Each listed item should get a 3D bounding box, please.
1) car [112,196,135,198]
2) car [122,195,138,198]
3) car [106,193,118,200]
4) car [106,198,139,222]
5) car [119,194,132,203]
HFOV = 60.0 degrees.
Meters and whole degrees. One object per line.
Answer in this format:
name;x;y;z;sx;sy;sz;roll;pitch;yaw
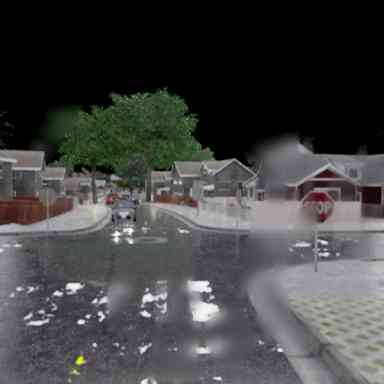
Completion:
car;-8.506;1.540;40.820;1.994;1.385;4.181;0;0;-15
car;-10.258;1.299;56.381;2.097;1.767;4.553;0;0;-17
car;-14.144;1.223;59.516;2.150;2.045;5.566;0;0;-17
car;-5.323;1.477;26.225;2.128;1.511;4.902;0;0;-10
car;-13.205;1.294;65.903;2.097;1.767;4.553;0;0;-16
